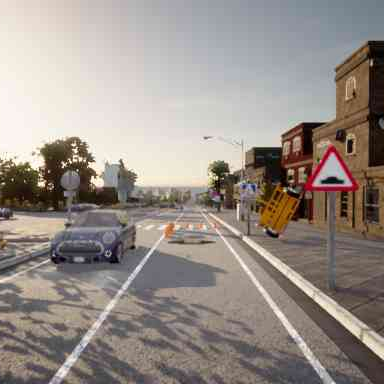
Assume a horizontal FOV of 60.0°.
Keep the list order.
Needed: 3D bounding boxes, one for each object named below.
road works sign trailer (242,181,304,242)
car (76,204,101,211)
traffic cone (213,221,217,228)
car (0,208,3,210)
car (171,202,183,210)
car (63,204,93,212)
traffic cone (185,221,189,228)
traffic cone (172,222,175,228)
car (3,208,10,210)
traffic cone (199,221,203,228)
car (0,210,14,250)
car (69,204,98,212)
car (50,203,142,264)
[{"bbox_3d":[4.244,0.581,16.464,2.880,2.380,3.560,33,17,31],"label":"road works sign trailer"},{"bbox_3d":[-21.755,3.270,70.120,4.674,1.452,2.002,0,-2,0],"label":"car"},{"bbox_3d":[1.644,2.305,23.803,0.340,0.580,0.340,0,-2,0],"label":"traffic cone"},{"bbox_3d":[-21.880,2.115,32.934,4.674,1.452,2.002,0,-2,0],"label":"car"},{"bbox_3d":[-3.033,3.470,76.577,2.128,1.511,4.902,0,-2,0],"label":"car"},{"bbox_3d":[-21.781,3.031,63.702,4.892,1.521,2.231,0,-2,0],"label":"car"},{"bbox_3d":[-0.354,2.305,23.806,0.340,0.580,0.340,0,-2,0],"label":"traffic cone"},{"bbox_3d":[-1.360,2.198,19.807,0.340,0.580,0.340,0,-1,0],"label":"traffic cone"},{"bbox_3d":[-21.939,2.046,36.108,4.553,1.767,2.185,0,-2,0],"label":"car"},{"bbox_3d":[0.645,2.305,23.804,0.340,0.580,0.340,0,-2,0],"label":"traffic cone"},{"bbox_3d":[-9.365,1.558,11.553,5.366,1.575,1.946,0,-1,0],"label":"car"},{"bbox_3d":[-21.777,3.132,66.974,5.008,1.535,2.097,0,-2,0],"label":"car"},{"bbox_3d":[-3.340,1.445,12.102,2.097,1.767,4.553,0,-1,0],"label":"car"}]
